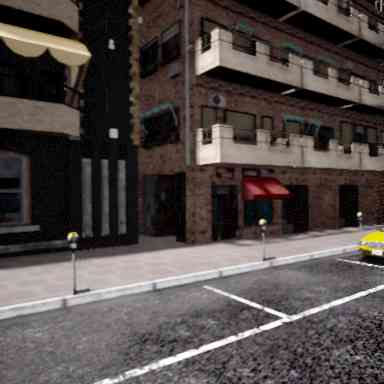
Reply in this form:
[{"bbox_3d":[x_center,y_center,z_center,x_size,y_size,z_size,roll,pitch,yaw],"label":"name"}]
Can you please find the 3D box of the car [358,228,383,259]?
[{"bbox_3d":[7.595,1.515,11.534,4.829,1.417,1.752,0,-1,-36],"label":"car"}]
